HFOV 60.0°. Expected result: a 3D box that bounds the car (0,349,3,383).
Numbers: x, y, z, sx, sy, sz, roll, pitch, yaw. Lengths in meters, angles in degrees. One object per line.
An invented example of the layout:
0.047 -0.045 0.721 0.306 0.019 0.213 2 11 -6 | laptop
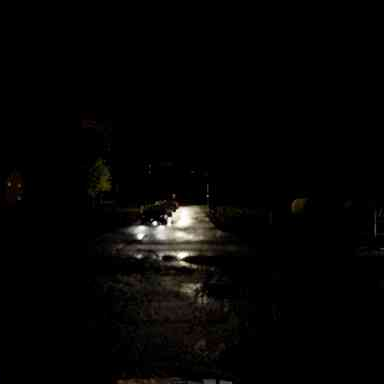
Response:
-2.618 1.223 0.520 2.150 2.045 5.566 1 -1 -1 | car

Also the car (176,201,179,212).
-3.127 2.052 45.833 1.882 1.535 5.008 0 -1 0 | car

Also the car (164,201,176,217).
-3.079 1.986 36.680 1.812 1.442 4.674 0 -1 0 | car

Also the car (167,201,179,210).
-3.162 2.228 56.112 1.812 1.442 4.674 0 -1 0 | car

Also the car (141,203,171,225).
-3.046 1.872 27.644 1.812 1.442 4.674 0 -1 0 | car
